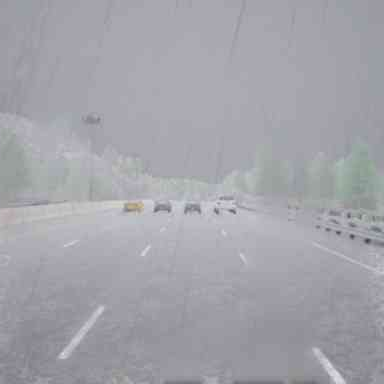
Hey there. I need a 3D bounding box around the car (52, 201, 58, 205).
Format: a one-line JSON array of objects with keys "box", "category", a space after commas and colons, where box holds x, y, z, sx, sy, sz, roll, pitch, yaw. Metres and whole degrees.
[{"box": [-24.491, 2.099, 62.874, 1.812, 1.442, 4.674, 0, -1, -1], "category": "car"}]

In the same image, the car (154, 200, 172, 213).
[{"box": [-3.412, 1.702, 39.636, 1.812, 1.442, 4.674, 0, -1, 0], "category": "car"}]

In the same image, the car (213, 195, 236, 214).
[{"box": [3.602, 1.363, 37.264, 2.150, 2.045, 5.566, 0, -1, 0], "category": "car"}]

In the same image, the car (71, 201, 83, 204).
[{"box": [-20.998, 2.082, 60.732, 1.812, 1.442, 4.674, 0, -1, 0], "category": "car"}]

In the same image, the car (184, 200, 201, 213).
[{"box": [0.088, 1.698, 39.333, 1.812, 1.442, 4.674, 0, -1, 0], "category": "car"}]

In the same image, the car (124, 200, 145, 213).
[{"box": [-6.898, 1.659, 39.962, 1.882, 1.535, 5.008, 0, -1, 0], "category": "car"}]

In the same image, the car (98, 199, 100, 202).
[{"box": [-17.498, 2.034, 60.733, 1.882, 1.535, 5.008, 0, -1, 0], "category": "car"}]
